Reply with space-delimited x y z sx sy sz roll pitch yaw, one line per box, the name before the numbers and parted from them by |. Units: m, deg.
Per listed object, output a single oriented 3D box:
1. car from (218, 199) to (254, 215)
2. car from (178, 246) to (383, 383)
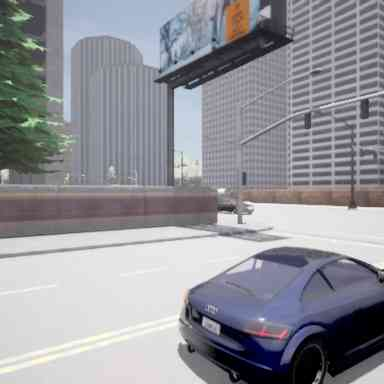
car | 4.189 1.466 33.755 2.128 1.511 4.902 0 0 -35
car | 1.871 1.559 5.121 4.181 1.385 1.994 0 0 -35
